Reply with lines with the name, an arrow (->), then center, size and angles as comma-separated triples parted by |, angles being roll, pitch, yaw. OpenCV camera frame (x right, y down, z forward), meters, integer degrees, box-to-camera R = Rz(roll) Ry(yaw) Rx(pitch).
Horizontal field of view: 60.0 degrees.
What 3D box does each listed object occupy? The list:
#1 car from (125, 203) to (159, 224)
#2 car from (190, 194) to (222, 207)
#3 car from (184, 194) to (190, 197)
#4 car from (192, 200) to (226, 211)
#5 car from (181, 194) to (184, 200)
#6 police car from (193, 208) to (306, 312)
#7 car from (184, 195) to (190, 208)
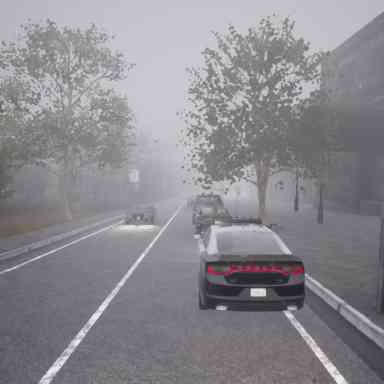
car -> -3.528, 1.518, 23.933 | 1.994, 1.385, 4.181 | 0, 0, 0
car -> 1.122, 1.179, 23.927 | 2.150, 2.045, 5.566 | 0, 0, 0
car -> 0.184, 1.242, 58.143 | 2.097, 1.767, 4.553 | 0, 0, 1
car -> 1.104, 1.444, 17.876 | 1.882, 1.535, 5.008 | 0, 0, 0
car -> -1.386, 1.207, 81.152 | 1.837, 1.490, 4.892 | 1, 1, 11
police car -> 1.075, 1.410, 7.937 | 1.930, 1.638, 5.238 | 0, 0, 0
car -> 0.223, 1.514, 45.892 | 1.895, 1.301, 4.718 | 0, 0, 0
